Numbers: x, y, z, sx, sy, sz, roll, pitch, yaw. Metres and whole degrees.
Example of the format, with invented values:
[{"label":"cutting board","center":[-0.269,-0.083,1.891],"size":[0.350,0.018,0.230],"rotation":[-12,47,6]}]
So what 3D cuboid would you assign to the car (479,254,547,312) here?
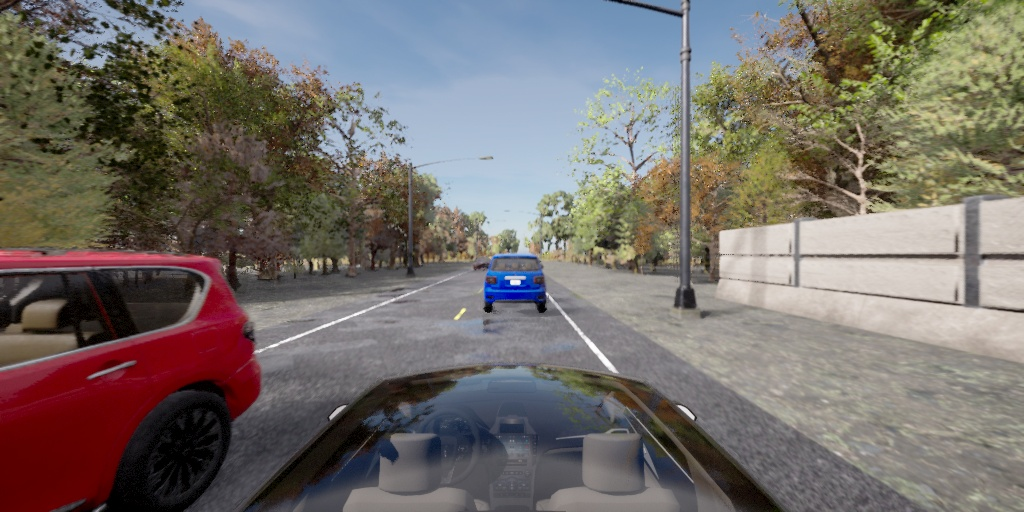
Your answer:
[{"label":"car","center":[0.113,0.922,14.157],"size":[2.150,2.045,5.566],"rotation":[0,0,0]}]

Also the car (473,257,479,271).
[{"label":"car","center":[-3.543,0.903,44.054],"size":[2.097,1.767,4.553],"rotation":[0,0,0]}]

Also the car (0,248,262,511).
[{"label":"car","center":[-3.605,0.972,1.295],"size":[2.150,2.045,5.566],"rotation":[0,0,0]}]
